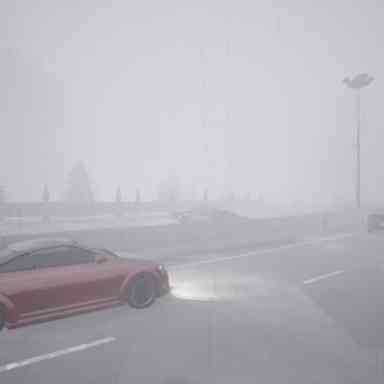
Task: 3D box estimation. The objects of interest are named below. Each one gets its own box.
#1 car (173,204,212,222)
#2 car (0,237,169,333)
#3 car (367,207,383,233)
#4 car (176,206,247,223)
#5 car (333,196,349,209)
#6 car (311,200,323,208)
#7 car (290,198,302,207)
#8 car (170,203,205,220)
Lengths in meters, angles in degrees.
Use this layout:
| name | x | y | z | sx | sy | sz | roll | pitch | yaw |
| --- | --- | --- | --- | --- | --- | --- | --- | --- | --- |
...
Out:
| name | x | y | z | sx | sy | sz | roll | pitch | yaw |
| --- | --- | --- | --- | --- | --- | --- | --- | --- | --- |
| car | 1.187 | 1.765 | 23.883 | 1.895 | 1.301 | 4.718 | 0 | -1 | 44 |
| car | -2.529 | 1.593 | 6.466 | 4.181 | 1.385 | 1.994 | 0 | 0 | -37 |
| car | 12.140 | 1.642 | 20.057 | 1.882 | 1.535 | 5.008 | 0 | -1 | 42 |
| car | 1.453 | 1.691 | 19.292 | 4.181 | 1.385 | 1.994 | 1 | -1 | -44 |
| car | 24.316 | 1.730 | 54.327 | 2.150 | 2.045 | 5.566 | 0 | 0 | 21 |
| car | 22.289 | 2.090 | 59.070 | 1.812 | 1.442 | 4.674 | 0 | -1 | 19 |
| car | 20.274 | 1.987 | 64.703 | 2.097 | 1.767 | 4.553 | 0 | -1 | 16 |
| car | 0.311 | 1.675 | 28.068 | 1.882 | 1.535 | 5.008 | 0 | -1 | 42 |
